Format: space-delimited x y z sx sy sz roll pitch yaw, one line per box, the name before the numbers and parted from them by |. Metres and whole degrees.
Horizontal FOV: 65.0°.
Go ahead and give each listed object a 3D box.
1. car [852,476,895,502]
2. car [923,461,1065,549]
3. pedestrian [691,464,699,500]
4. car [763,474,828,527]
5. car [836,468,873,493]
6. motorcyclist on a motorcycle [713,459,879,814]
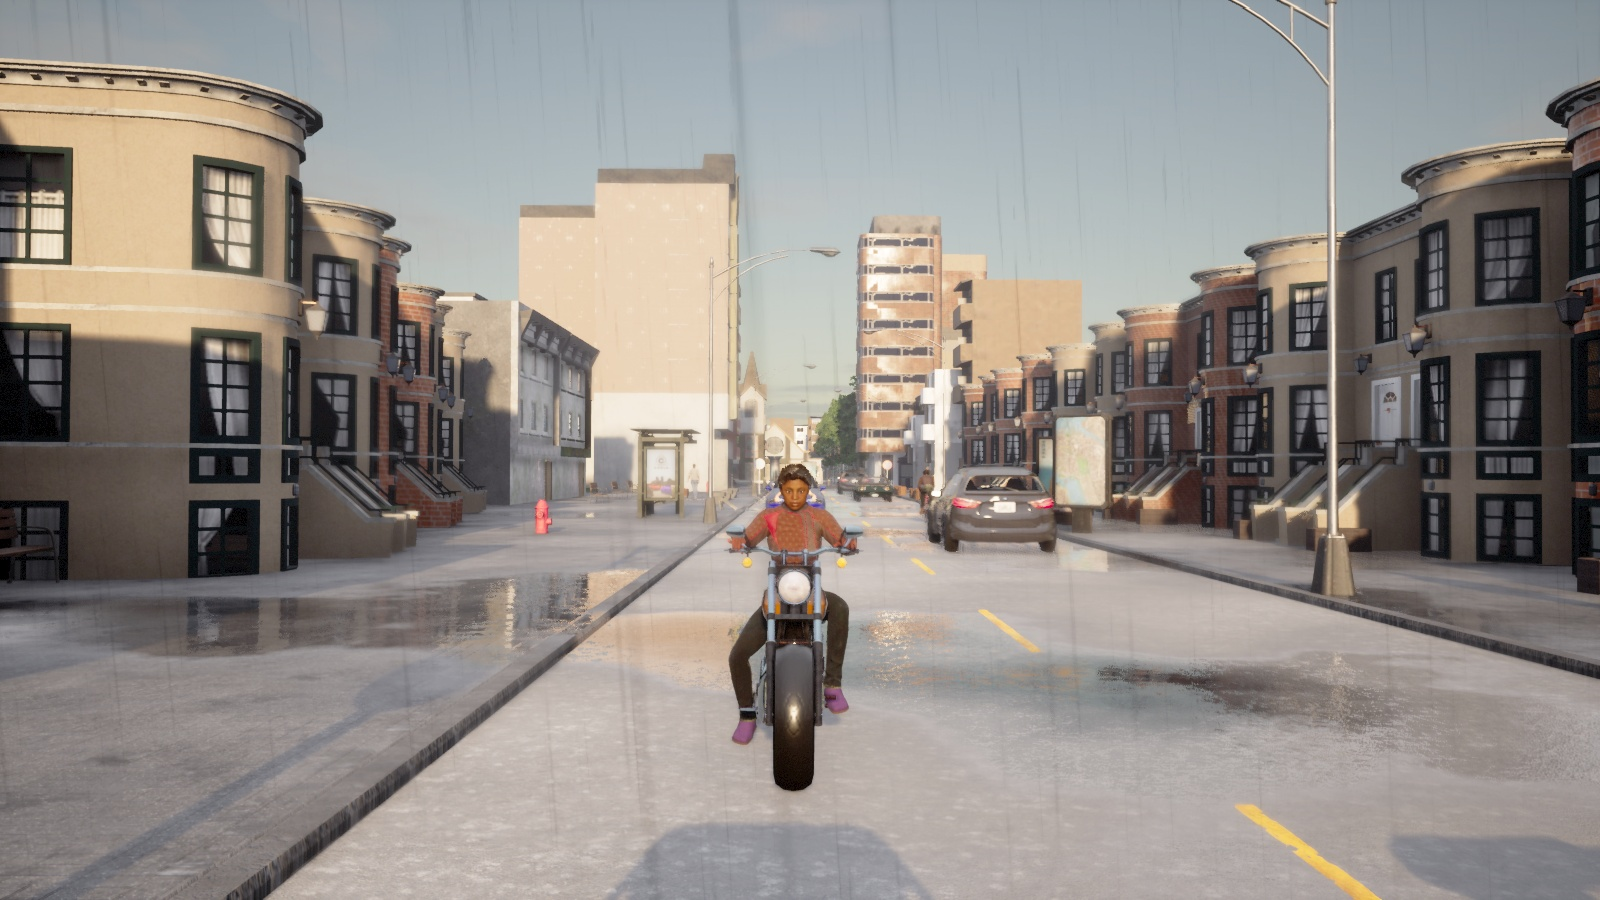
car | 3.787 1.996 65.411 1.895 1.301 4.718 0 -1 0
car | 3.914 1.082 26.186 2.242 1.667 4.611 0 -1 0
pedestrian | -5.349 1.614 63.780 0.354 1.836 0.706 0 -1 -10
car | -0.120 1.453 37.258 1.816 1.474 4.193 0 -1 0
car | 3.687 2.080 85.733 2.242 1.667 4.611 0 -1 0
motorcyclist on a motorcycle | -0.025 0.883 7.031 0.766 1.649 2.350 0 -1 0
